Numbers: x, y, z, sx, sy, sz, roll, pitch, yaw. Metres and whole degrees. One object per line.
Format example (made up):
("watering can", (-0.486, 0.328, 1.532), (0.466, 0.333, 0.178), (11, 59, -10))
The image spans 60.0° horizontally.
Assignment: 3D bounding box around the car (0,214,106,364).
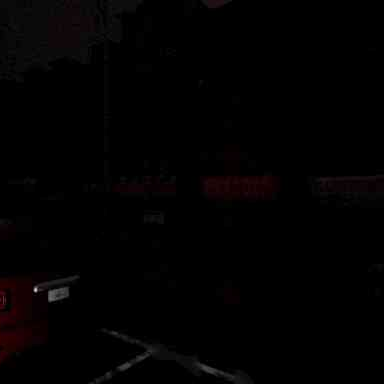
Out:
("car", (-3.528, 1.280, 5.341), (5.009, 1.841, 2.192), (0, 0, 36))
